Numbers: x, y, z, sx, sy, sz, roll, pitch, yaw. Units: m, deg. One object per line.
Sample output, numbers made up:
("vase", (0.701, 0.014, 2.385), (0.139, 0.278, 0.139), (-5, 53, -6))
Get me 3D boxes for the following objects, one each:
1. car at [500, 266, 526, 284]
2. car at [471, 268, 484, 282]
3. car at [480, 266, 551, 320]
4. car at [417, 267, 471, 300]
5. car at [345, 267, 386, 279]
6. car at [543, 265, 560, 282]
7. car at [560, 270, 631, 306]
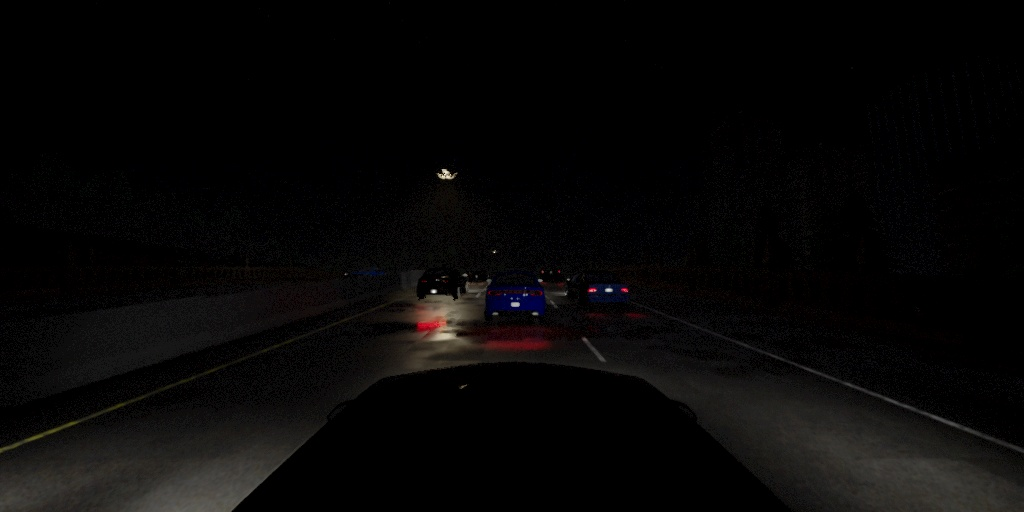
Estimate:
("car", (0.099, 1.665, 31.262), (2.033, 1.411, 5.357), (0, -3, 0))
("car", (-3.415, 1.977, 36.797), (1.812, 1.442, 4.674), (0, -4, 0))
("car", (0.099, 1.251, 12.824), (1.882, 1.535, 5.008), (0, 0, 0))
("car", (-3.401, 1.290, 18.030), (1.837, 1.490, 4.892), (0, 0, 0))
("car", (-14.096, 1.832, 35.382), (1.882, 1.535, 5.008), (0, -4, 0))
("car", (3.598, 1.693, 35.162), (2.097, 1.767, 4.553), (0, -4, 0))
("car", (3.599, 1.328, 15.828), (2.033, 1.411, 5.357), (0, 0, 0))
